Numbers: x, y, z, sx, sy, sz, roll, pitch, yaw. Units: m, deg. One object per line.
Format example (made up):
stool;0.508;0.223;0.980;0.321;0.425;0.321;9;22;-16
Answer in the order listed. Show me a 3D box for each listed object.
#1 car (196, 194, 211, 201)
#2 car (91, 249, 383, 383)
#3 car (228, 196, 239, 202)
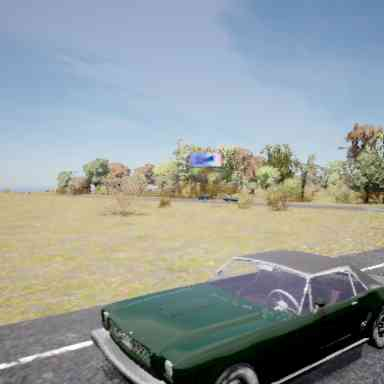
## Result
car;2.807;1.217;74.551;1.837;1.490;4.892;0;0;-34
car;1.129;1.597;4.678;4.718;1.301;1.895;0;0;-35
car;7.444;1.449;67.678;1.895;1.301;4.718;0;0;-33
